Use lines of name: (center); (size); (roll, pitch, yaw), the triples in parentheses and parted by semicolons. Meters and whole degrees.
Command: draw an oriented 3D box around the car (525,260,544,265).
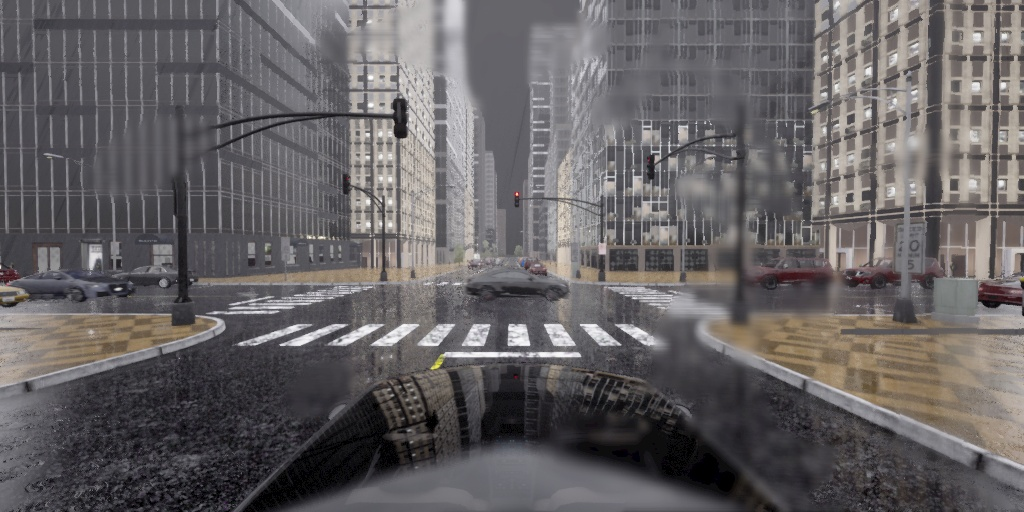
car: (2.547, 1.319, 35.785); (1.802, 1.307, 4.207); (0, 0, 0)

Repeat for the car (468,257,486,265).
car: (-5.292, 1.168, 52.338); (1.967, 1.591, 4.097); (0, 0, 0)

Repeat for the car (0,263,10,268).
car: (-32.556, 1.078, 21.484); (4.097, 1.591, 1.967); (0, 0, 0)

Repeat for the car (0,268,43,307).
car: (-21.256, 1.301, 13.437); (4.829, 1.417, 1.751); (0, 0, 0)

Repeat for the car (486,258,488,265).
car: (-5.290, 1.307, 57.862); (1.802, 1.307, 4.207); (0, 0, 0)

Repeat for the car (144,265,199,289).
car: (-21.440, 1.205, 21.575); (4.403, 1.370, 2.007); (0, 0, 0)

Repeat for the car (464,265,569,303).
car: (0.214, 1.274, 16.173); (4.674, 1.442, 1.812); (0, 0, 0)

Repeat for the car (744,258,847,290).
car: (16.570, 1.024, 21.645); (5.009, 1.841, 2.192); (0, 0, 0)

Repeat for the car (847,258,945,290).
car: (22.902, 1.032, 21.656); (5.009, 1.841, 2.192); (0, 0, 0)

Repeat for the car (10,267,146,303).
car: (-19.716, 1.306, 16.123); (4.181, 1.385, 1.994); (0, 1, 0)

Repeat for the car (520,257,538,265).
car: (2.574, 1.046, 46.834); (2.192, 1.841, 5.009); (0, 0, 0)

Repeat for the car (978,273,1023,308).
car: (20.186, 1.417, 13.513); (4.207, 1.307, 1.802); (0, 0, 0)
